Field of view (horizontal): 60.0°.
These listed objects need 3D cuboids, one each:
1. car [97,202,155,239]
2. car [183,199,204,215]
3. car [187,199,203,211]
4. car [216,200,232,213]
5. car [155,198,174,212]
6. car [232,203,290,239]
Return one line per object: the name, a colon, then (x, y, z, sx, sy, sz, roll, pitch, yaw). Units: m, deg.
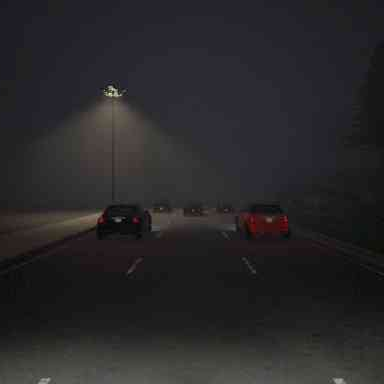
car: (-3.399, 1.352, 17.440, 2.097, 1.767, 4.553, 0, 0, 0)
car: (0.111, 1.526, 33.282, 1.812, 1.442, 4.674, 0, 0, 0)
car: (0.447, 1.601, 42.819, 1.895, 1.301, 4.718, 0, 0, 4)
car: (3.681, 1.601, 37.449, 1.895, 1.301, 4.718, 0, 0, 1)
car: (-3.264, 1.504, 38.672, 1.837, 1.490, 4.892, 0, 0, 2)
car: (3.599, 1.352, 17.604, 2.097, 1.767, 4.553, 0, 0, 0)
